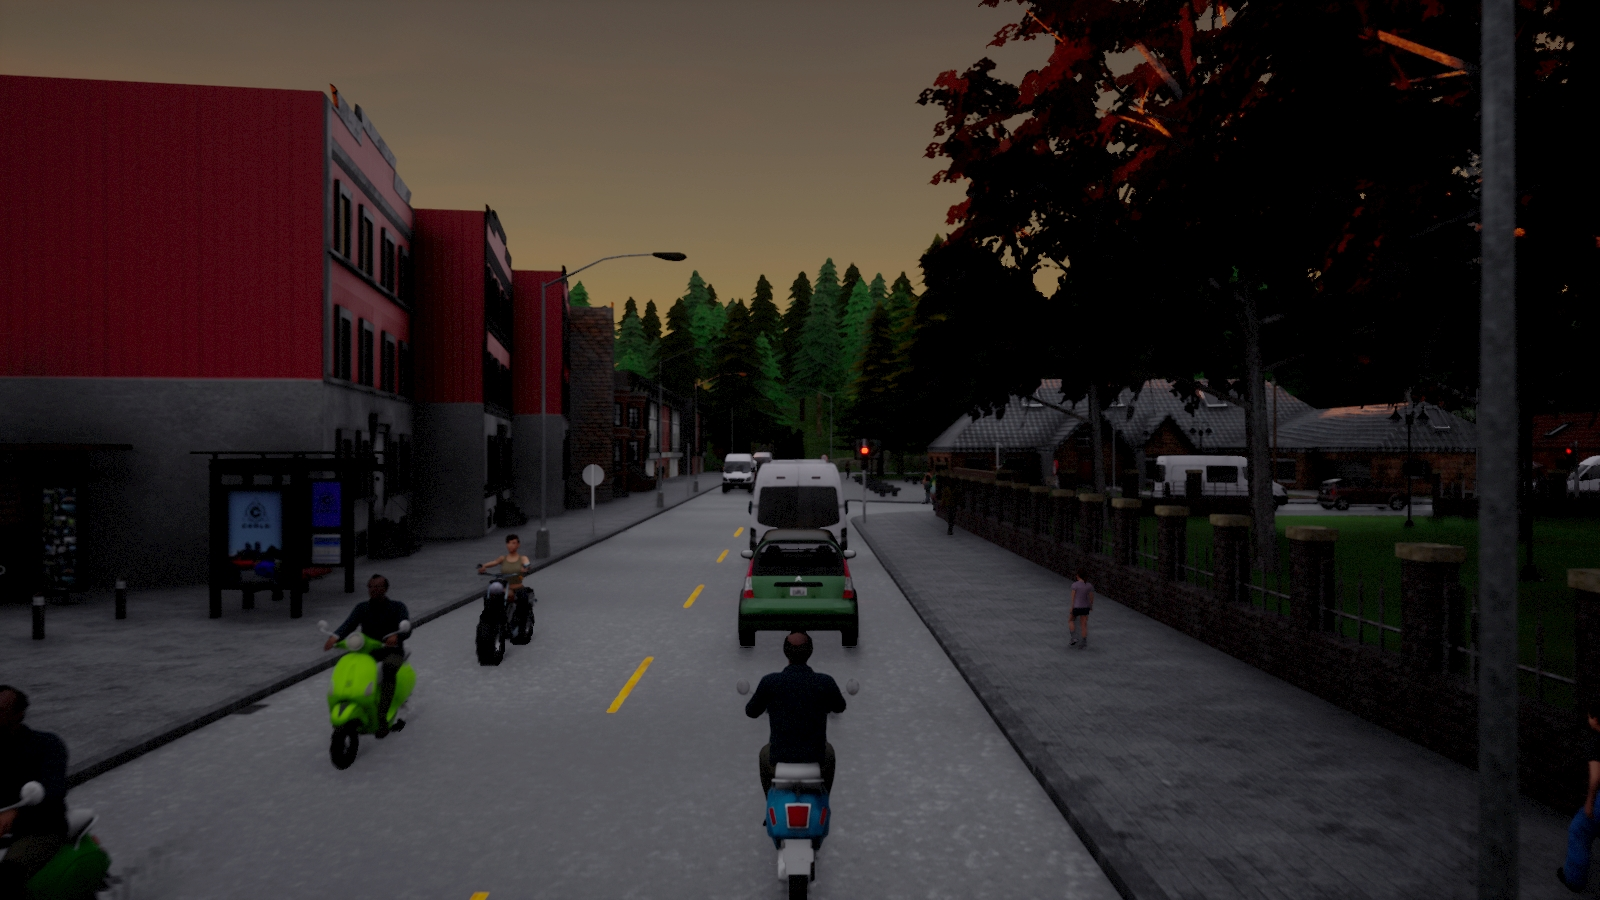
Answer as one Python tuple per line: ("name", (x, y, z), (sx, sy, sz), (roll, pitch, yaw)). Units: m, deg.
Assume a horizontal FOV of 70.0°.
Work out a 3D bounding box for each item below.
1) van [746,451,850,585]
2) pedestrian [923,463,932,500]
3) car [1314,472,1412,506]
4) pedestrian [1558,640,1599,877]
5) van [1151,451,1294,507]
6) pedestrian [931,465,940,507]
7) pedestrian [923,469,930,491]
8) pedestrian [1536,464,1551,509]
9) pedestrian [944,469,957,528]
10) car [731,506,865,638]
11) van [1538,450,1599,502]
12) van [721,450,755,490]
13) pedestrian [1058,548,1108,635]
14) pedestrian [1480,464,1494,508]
("van", (-0.048, 1.314, 24.924), (1.988, 2.561, 5.915), (0, 0, 0))
("pedestrian", (6.575, 1.627, 58.797), (0.375, 1.860, 0.375), (0, 0, 27))
("car", (26.115, 1.804, 53.075), (3.705, 1.549, 1.789), (0, 0, 0))
("pedestrian", (4.792, 1.805, 6.752), (0.375, 1.300, 0.375), (0, 0, 0))
("van", (19.578, 1.313, 53.137), (5.915, 2.561, 1.988), (0, 0, 1))
("pedestrian", (6.106, 1.627, 51.483), (0.375, 1.860, 0.375), (0, 0, 14))
("pedestrian", (7.562, 1.801, 68.319), (0.375, 1.300, 0.375), (0, 0, 1))
("pedestrian", (31.235, 1.523, 47.992), (0.375, 1.860, 0.375), (0, 0, 0))
("pedestrian", (4.734, 1.524, 35.925), (0.375, 1.860, 0.375), (0, 0, -1))
("car", (-0.027, 1.779, 17.727), (1.851, 1.617, 3.988), (0, 0, 0))
("van", (40.504, 1.312, 56.940), (5.915, 2.561, 1.988), (0, -1, 14))
("van", (-4.118, 1.312, 76.646), (1.988, 2.561, 5.915), (0, 0, 0))
("pedestrian", (3.827, 1.904, 15.471), (0.500, 1.100, 0.500), (0, 0, -7))
("pedestrian", (29.201, 1.523, 48.573), (0.375, 1.860, 0.375), (0, 0, -10))
